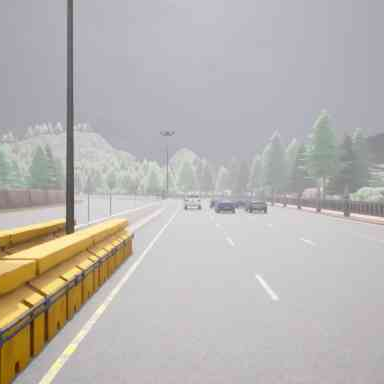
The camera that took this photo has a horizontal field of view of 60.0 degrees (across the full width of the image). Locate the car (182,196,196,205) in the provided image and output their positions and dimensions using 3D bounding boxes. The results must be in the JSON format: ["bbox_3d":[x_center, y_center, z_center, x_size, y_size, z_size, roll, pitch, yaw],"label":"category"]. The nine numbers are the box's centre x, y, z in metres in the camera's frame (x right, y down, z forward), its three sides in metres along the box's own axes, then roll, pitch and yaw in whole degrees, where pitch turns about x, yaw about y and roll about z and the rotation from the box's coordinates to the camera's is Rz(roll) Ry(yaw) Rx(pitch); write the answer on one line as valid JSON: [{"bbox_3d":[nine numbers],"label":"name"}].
[{"bbox_3d":[-0.521,1.491,58.734,2.128,1.511,4.902,0,0,-5],"label":"car"}]

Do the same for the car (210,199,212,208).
[{"bbox_3d":[3.530,1.477,47.477,1.882,1.535,5.008,0,0,0],"label":"car"}]

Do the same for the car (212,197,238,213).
[{"bbox_3d":[3.610,1.477,37.004,1.882,1.535,5.008,0,0,0],"label":"car"}]

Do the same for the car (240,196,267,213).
[{"bbox_3d":[7.078,1.491,37.043,2.128,1.511,4.902,0,0,0],"label":"car"}]

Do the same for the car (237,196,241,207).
[{"bbox_3d":[7.021,1.352,46.943,2.097,1.767,4.553,0,0,0],"label":"car"}]

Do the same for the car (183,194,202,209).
[{"bbox_3d":[0.103,1.221,44.315,2.150,2.045,5.566,0,0,0],"label":"car"}]
